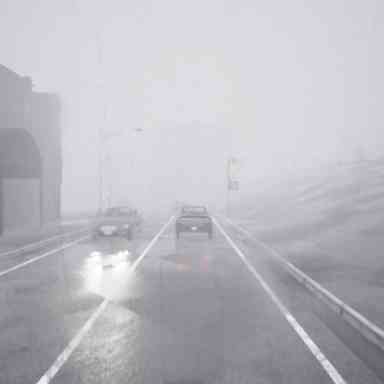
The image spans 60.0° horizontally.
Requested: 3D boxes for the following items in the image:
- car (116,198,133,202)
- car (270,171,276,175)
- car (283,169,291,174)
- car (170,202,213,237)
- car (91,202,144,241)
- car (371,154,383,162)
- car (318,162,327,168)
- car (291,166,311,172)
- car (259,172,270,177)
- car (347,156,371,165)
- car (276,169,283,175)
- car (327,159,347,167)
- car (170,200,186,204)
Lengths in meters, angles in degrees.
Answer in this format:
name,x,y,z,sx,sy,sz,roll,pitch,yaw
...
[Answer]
name,x,y,z,sx,sy,sz,roll,pitch,yaw
car,-11.709,2.075,57.580,2.150,2.045,5.566,-1,-2,-29
car,21.132,-4.489,80.793,2.185,1.767,4.553,0,1,-1
car,21.375,-4.196,69.601,2.002,1.452,4.674,0,1,-1
car,0.100,1.498,17.999,2.128,1.511,4.902,0,0,0
car,-3.621,1.495,16.782,2.128,1.511,4.902,0,0,0
car,22.446,-3.764,36.574,2.097,1.535,5.008,0,1,-4
car,21.733,-4.041,53.171,2.231,1.521,4.892,0,1,-1
car,21.495,-4.298,64.107,2.185,1.767,4.553,0,1,-1
car,20.892,-4.471,91.808,2.231,1.521,4.892,0,1,-1
car,22.094,-3.826,42.111,2.002,1.452,4.674,0,1,-2
car,21.252,-4.428,75.274,2.185,1.767,4.553,0,1,-1
car,21.861,-3.963,47.653,2.231,1.521,4.892,0,1,-1
car,-1.611,1.775,41.397,2.128,1.511,4.902,0,-1,-11
